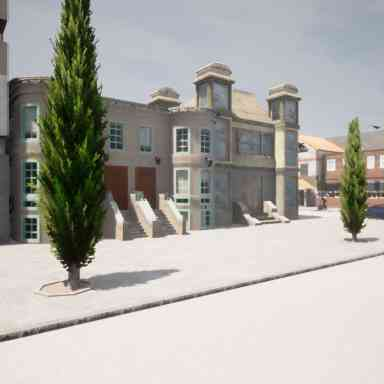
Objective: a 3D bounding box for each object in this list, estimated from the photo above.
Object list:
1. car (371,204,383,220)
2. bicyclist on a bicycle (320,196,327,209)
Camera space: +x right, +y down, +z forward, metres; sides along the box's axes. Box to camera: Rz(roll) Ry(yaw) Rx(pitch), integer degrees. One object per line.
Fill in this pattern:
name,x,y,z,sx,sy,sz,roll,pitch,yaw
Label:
car,16.002,1.564,26.177,1.994,1.385,4.181,0,0,-33
bicyclist on a bicycle,16.051,1.349,40.717,1.656,1.620,0.582,0,0,-35
